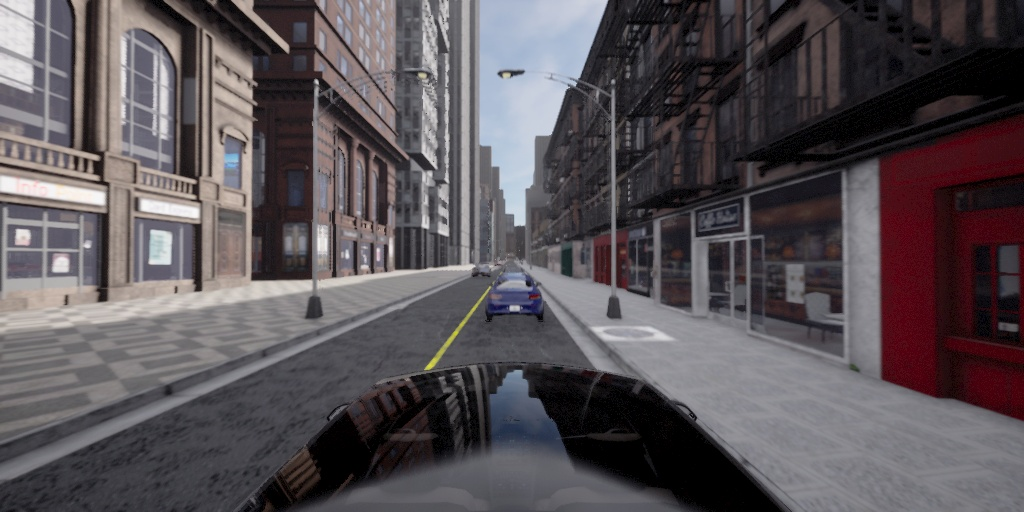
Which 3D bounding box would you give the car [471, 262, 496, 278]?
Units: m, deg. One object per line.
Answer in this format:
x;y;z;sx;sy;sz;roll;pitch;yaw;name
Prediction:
-3.084;1.538;37.189;2.033;1.411;5.357;0;0;0;car

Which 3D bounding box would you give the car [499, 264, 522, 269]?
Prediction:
0.104;1.533;29.338;1.895;1.301;4.718;0;0;0;car

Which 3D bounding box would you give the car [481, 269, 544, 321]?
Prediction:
0.085;1.346;12.657;1.812;1.442;4.674;0;0;0;car
